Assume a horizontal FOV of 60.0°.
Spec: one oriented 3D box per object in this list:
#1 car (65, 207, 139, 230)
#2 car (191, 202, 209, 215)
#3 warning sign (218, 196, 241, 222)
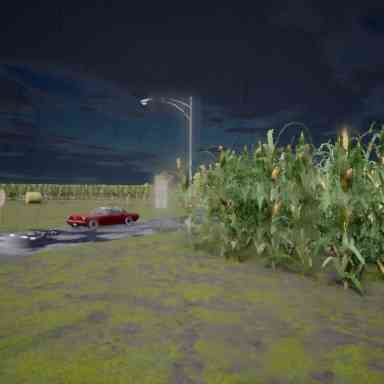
[{"bbox_3d":[-5.678,1.628,21.491,1.895,1.301,4.718,1,0,34],"label":"car"},{"bbox_3d":[1.787,1.418,32.399,2.097,1.767,4.553,1,0,34],"label":"car"},{"bbox_3d":[2.721,1.215,24.370,1.300,1.860,1.060,1,1,34],"label":"warning sign"}]
